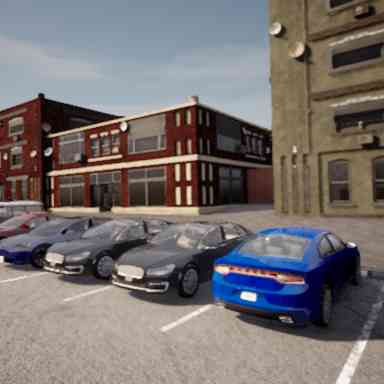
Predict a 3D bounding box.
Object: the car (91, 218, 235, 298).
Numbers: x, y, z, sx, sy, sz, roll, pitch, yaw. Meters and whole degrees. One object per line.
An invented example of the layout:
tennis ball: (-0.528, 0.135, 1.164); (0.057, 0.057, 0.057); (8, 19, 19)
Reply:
car: (0.092, 1.534, 8.899); (2.231, 1.521, 4.892); (-1, 0, 36)

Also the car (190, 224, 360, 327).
car: (2.329, 1.502, 7.289); (2.097, 1.535, 5.008); (-1, 0, 36)

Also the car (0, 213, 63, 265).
car: (-4.413, 1.634, 12.073); (2.163, 1.488, 4.792); (-1, -1, 36)

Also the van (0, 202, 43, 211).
van: (-8.718, 1.464, 15.326); (1.878, 1.987, 4.442); (-1, -1, 36)

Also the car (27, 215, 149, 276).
car: (-2.150, 1.568, 10.501); (2.231, 1.521, 4.892); (-1, -1, 36)

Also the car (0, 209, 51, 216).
car: (-6.635, 1.647, 13.703); (2.097, 1.535, 5.008); (-1, -1, 36)
